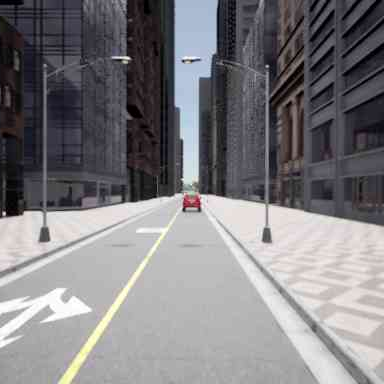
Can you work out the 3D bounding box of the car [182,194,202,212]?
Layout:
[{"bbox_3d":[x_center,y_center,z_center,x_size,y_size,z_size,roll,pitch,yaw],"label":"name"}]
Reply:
[{"bbox_3d":[-0.021,1.210,38.986,2.150,2.045,5.566,0,0,0],"label":"car"}]
